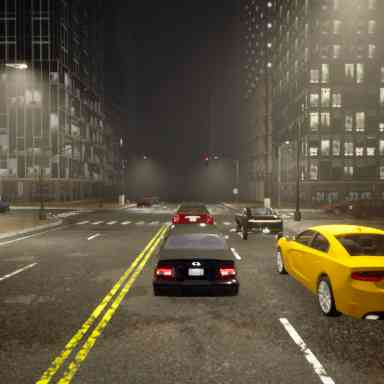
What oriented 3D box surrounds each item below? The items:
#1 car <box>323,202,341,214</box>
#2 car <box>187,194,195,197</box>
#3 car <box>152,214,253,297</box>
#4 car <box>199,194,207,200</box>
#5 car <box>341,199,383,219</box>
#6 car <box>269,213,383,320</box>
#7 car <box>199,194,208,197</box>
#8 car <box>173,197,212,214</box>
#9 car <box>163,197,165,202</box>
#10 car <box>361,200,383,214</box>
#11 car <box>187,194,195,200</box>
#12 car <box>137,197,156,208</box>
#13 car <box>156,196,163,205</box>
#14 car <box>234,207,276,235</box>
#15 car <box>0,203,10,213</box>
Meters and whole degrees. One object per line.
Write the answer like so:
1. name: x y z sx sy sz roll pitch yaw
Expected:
1. car: 16.193 1.589 34.447 5.008 1.535 1.882 1 1 1
2. car: -0.305 1.470 79.775 1.994 1.385 4.181 0 0 0
3. car: 0.067 1.543 8.733 2.033 1.411 5.357 0 0 0
4. car: 2.906 1.295 89.822 1.994 1.385 4.181 0 0 0
5. car: 16.092 1.519 28.666 5.009 1.841 2.192 1 0 1
6. car: 3.323 1.474 7.461 1.882 1.535 5.008 0 0 0
7. car: 2.945 1.272 79.756 2.097 1.767 4.553 0 0 0
8. car: 0.033 1.342 18.047 2.097 1.767 4.553 0 0 0
9. car: -6.771 1.491 70.473 1.994 1.385 4.181 0 0 0
10. car: 21.669 1.643 36.974 4.829 1.417 1.752 1 0 1
11. car: -0.344 1.295 89.810 1.994 1.385 4.181 0 0 0
12. car: -6.784 1.567 48.392 1.895 1.301 4.718 0 0 0
13. car: -6.795 1.554 58.898 1.895 1.301 4.718 0 0 0
14. car: 3.277 1.482 16.877 2.128 1.511 4.902 0 0 1
15. car: -20.035 1.317 31.710 5.008 1.535 1.882 1 1 1
